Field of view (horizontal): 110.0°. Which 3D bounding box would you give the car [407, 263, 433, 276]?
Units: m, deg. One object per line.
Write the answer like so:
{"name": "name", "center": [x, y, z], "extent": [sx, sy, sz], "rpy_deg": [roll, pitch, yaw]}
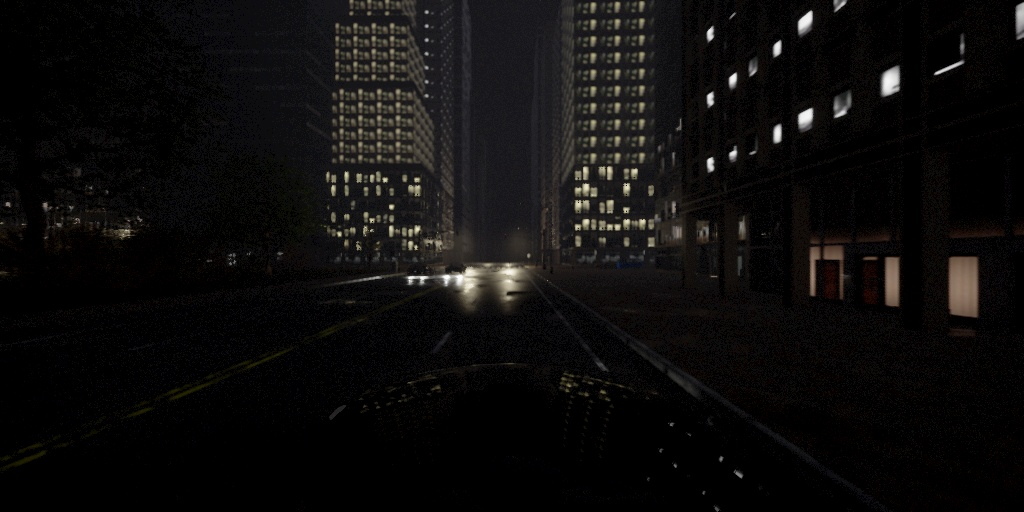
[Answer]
{"name": "car", "center": [-9.830, 1.397, 38.443], "extent": [1.994, 1.385, 4.181], "rpy_deg": [0, 0, 0]}

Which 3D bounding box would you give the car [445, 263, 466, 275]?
{"name": "car", "center": [-6.564, 1.446, 41.874], "extent": [1.895, 1.301, 4.718], "rpy_deg": [0, 0, 0]}

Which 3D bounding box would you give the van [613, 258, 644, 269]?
{"name": "van", "center": [18.357, 1.270, 55.847], "extent": [3.998, 1.789, 1.690], "rpy_deg": [0, 0, 2]}
